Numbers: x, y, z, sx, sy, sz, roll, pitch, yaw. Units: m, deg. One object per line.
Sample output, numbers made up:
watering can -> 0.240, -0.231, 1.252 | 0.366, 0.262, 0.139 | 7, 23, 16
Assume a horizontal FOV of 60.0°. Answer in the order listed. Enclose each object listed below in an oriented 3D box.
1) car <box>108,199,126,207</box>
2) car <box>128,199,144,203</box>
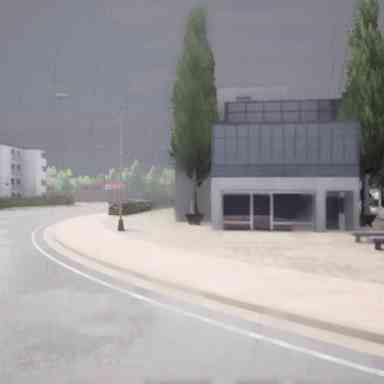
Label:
car -> -14.335, 2.130, 62.536 | 1.812, 1.442, 4.674 | 0, -1, 7
car -> -10.471, 2.127, 65.394 | 1.882, 1.535, 5.008 | 0, -1, 7
